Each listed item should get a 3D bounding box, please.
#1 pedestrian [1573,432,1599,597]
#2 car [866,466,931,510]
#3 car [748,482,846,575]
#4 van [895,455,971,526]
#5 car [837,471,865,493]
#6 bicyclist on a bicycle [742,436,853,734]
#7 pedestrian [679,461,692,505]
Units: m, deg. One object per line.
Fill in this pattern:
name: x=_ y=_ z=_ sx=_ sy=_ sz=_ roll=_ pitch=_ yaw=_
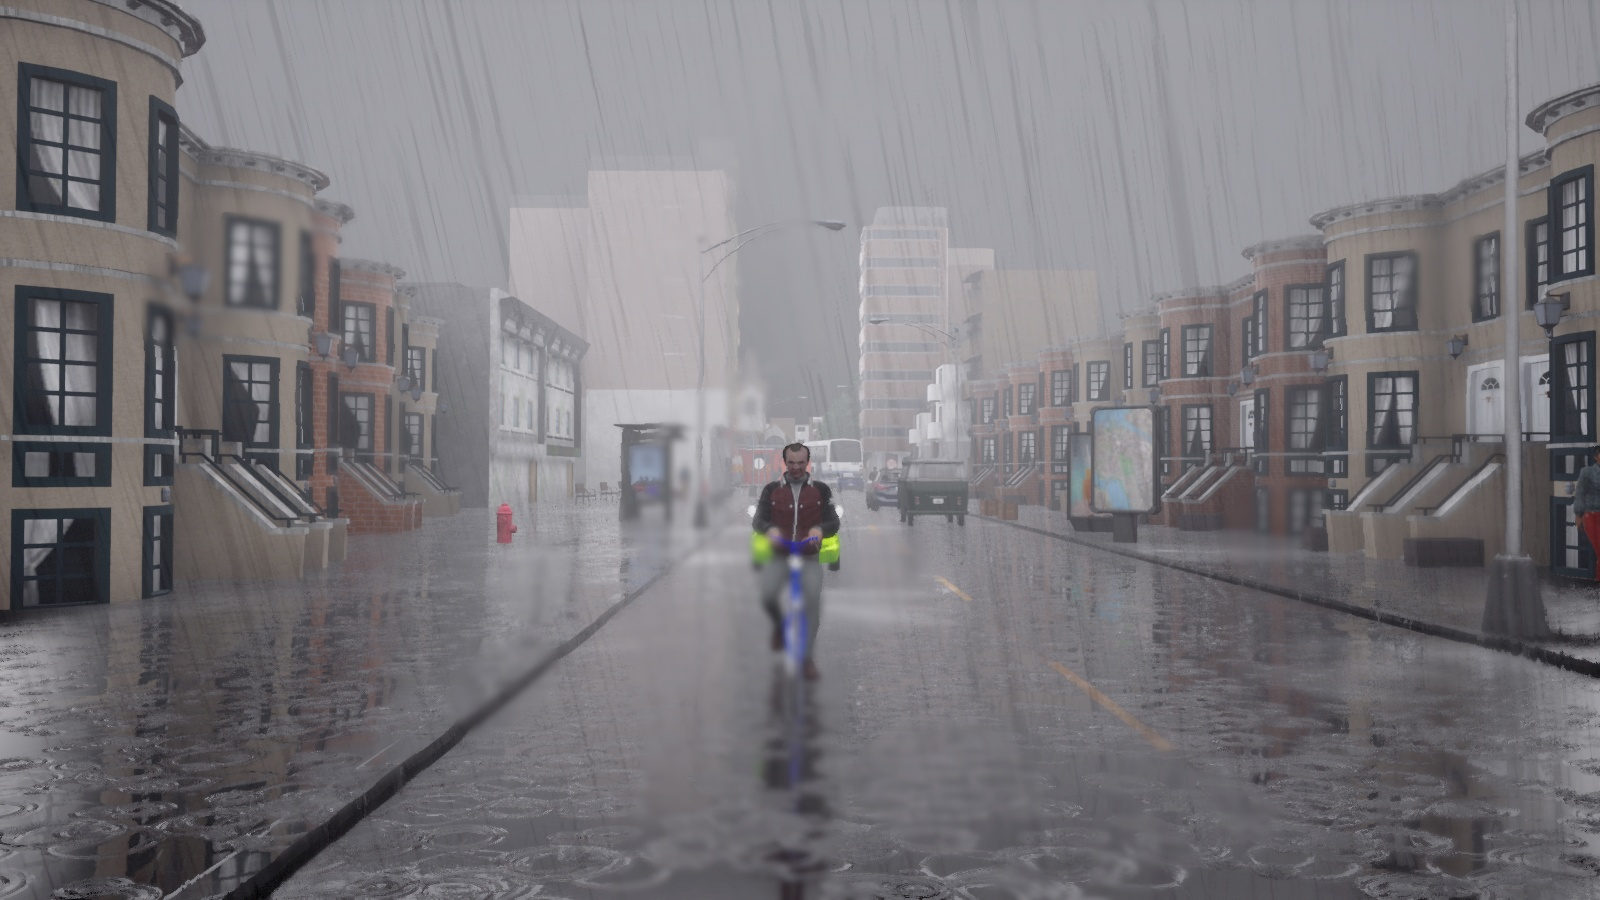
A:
pedestrian: x=9.141 y=0.727 z=14.276 sx=0.353 sy=1.847 sz=0.614 roll=0 pitch=-1 yaw=6
car: x=3.885 y=1.486 z=50.331 sx=2.242 sy=1.667 sz=4.611 roll=0 pitch=-1 yaw=0
car: x=-0.045 y=1.206 z=20.024 sx=1.481 sy=1.376 sz=2.207 roll=0 pitch=-1 yaw=0
van: x=3.914 y=1.182 z=37.623 sx=1.775 sy=1.987 sz=4.442 roll=0 pitch=-1 yaw=0
car: x=3.734 y=2.329 z=92.656 sx=1.882 sy=1.535 sz=5.008 roll=0 pitch=-1 yaw=0
bicyclist on a bicycle: x=-0.020 y=0.827 z=8.445 sx=0.659 sy=1.776 sz=1.843 roll=0 pitch=-1 yaw=0
pedestrian: x=-5.163 y=1.493 z=56.611 sx=0.423 sy=1.949 sz=0.788 roll=0 pitch=-1 yaw=5
